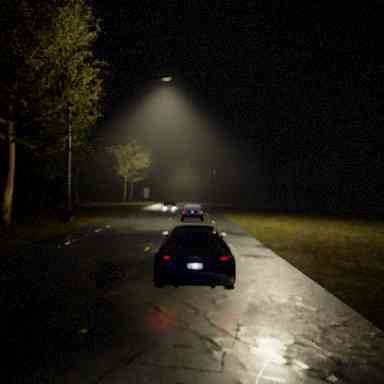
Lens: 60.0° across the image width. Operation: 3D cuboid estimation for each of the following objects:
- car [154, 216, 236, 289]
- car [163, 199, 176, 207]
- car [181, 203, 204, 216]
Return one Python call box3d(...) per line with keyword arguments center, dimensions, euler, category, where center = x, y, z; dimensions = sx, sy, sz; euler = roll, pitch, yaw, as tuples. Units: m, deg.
box3d(center=(0.074, 1.619, 9.422), dimensions=(1.994, 1.385, 4.181), euler=(1, 0, 0), category="car")
box3d(center=(-3.707, 1.776, 55.445), dimensions=(1.895, 1.301, 4.718), euler=(1, -1, 0), category="car")
box3d(center=(0.035, 1.609, 28.046), dimensions=(2.033, 1.411, 5.357), euler=(1, -1, 0), category="car")
